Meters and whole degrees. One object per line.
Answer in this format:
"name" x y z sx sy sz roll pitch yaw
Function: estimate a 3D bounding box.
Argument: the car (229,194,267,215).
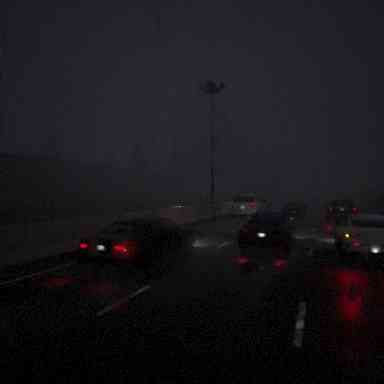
"car" 4.846 1.196 27.817 2.150 2.045 5.566 0 0 21

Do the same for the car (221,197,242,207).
"car" 6.126 1.508 50.941 2.033 1.411 5.357 0 0 21

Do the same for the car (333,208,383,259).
"car" 6.213 1.496 11.916 1.812 1.442 4.674 0 -1 21

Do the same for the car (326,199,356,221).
"car" 11.658 1.291 26.017 2.097 1.767 4.553 0 0 21

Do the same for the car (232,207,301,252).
"car" 3.303 1.546 14.081 1.994 1.385 4.181 0 0 21

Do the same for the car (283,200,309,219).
"car" 9.064 1.429 28.985 1.882 1.535 5.008 0 0 21

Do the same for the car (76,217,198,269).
"car" -1.540 1.554 11.348 2.033 1.411 5.357 0 0 22
